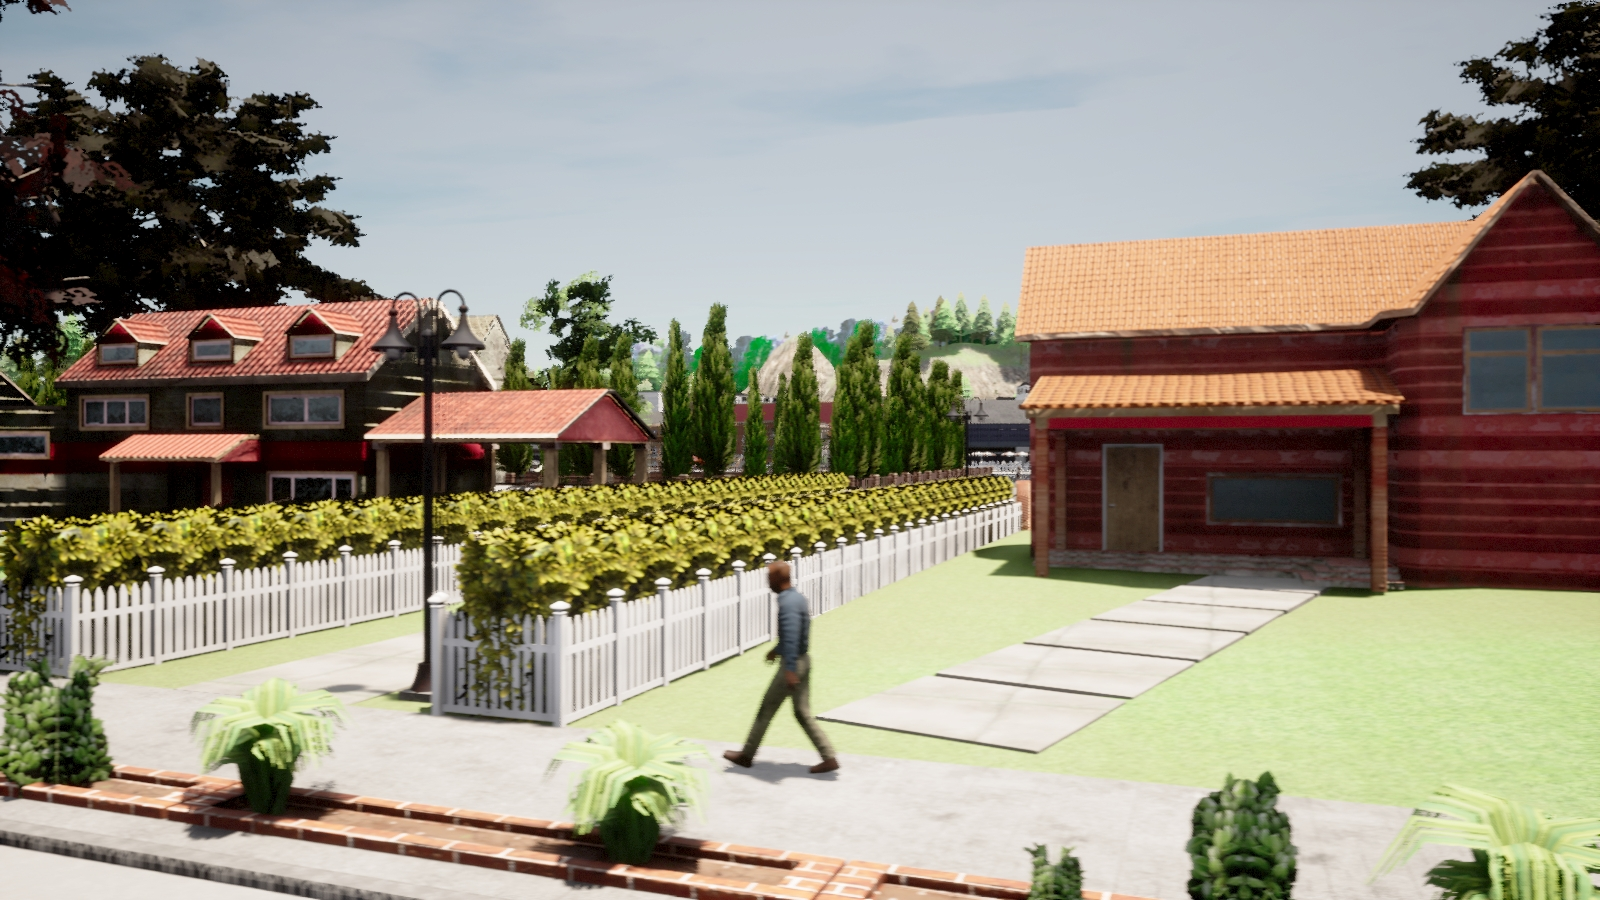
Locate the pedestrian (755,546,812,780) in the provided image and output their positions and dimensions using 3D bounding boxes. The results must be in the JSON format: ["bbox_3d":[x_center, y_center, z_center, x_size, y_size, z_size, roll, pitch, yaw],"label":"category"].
[{"bbox_3d":[-0.133,1.742,9.479,0.375,1.860,0.375,0,0,19],"label":"pedestrian"}]

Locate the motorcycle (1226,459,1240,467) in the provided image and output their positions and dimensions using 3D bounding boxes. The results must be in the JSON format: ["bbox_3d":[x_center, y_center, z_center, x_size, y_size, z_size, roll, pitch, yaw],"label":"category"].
[{"bbox_3d":[72.139,2.187,190.374,2.033,1.199,0.803,-1,0,20],"label":"motorcycle"}]
